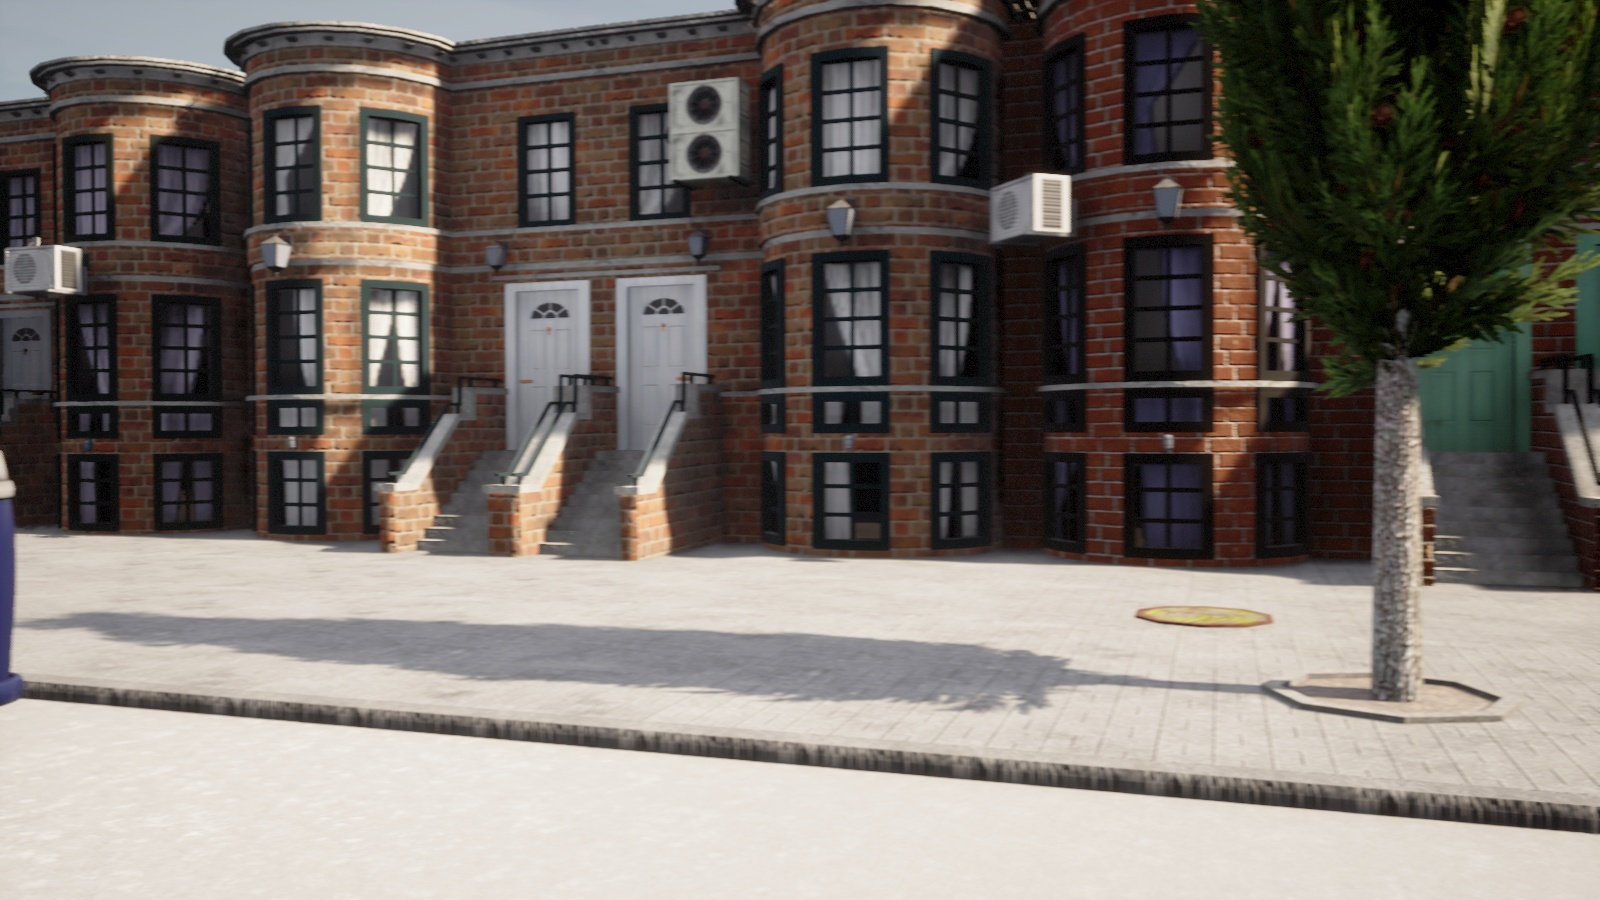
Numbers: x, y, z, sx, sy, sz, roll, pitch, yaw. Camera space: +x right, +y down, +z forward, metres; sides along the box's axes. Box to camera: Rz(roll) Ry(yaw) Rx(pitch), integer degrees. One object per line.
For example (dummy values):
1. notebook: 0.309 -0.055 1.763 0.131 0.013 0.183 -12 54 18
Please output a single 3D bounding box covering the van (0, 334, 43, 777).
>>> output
1. van: -5.912 0.466 5.704 4.442 1.987 1.775 1 1 19
